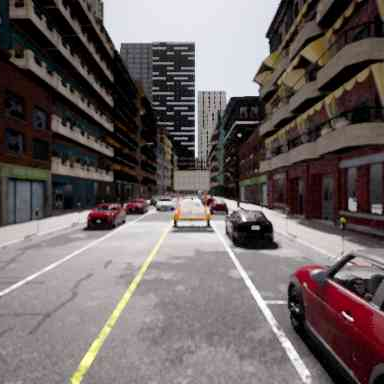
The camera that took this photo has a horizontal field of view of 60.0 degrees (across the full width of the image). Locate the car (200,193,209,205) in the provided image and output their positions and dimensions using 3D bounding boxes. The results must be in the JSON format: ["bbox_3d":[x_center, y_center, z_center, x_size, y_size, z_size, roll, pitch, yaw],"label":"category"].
[{"bbox_3d":[2.569,1.294,49.622,1.802,1.307,4.206,1,0,0],"label":"car"}]

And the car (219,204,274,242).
[{"bbox_3d":[2.572,1.469,15.485,1.947,1.339,4.313,1,0,0],"label":"car"}]

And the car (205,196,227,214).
[{"bbox_3d":[2.570,1.386,32.553,1.802,1.307,4.206,1,0,0],"label":"car"}]

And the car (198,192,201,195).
[{"bbox_3d":[2.568,1.148,66.861,1.752,1.417,4.829,0,0,0],"label":"car"}]

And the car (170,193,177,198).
[{"bbox_3d":[-5.316,1.044,95.128,1.887,1.381,4.507,0,0,0],"label":"car"}]

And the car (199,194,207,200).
[{"bbox_3d":[2.566,1.095,78.239,1.752,1.417,4.829,0,0,0],"label":"car"}]

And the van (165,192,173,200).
[{"bbox_3d":[-5.312,0.912,78.058,1.690,1.788,3.998,1,0,0],"label":"van"}]

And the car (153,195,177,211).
[{"bbox_3d":[-2.848,1.308,36.435,1.812,1.442,4.674,0,0,0],"label":"car"}]

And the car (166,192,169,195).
[{"bbox_3d":[-5.312,1.208,55.131,1.752,1.417,4.829,1,0,0],"label":"car"}]

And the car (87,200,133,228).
[{"bbox_3d":[-5.309,1.414,21.162,1.887,1.381,4.507,1,0,0],"label":"car"}]

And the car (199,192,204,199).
[{"bbox_3d":[2.568,1.227,55.312,1.887,1.381,4.507,1,0,0],"label":"car"}]

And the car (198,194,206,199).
[{"bbox_3d":[2.565,1.127,83.759,1.802,1.307,4.206,0,0,0],"label":"car"}]

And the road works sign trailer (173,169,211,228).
[{"bbox_3d":[-0.001,0.334,21.157,2.380,3.560,2.880,0,0,0],"label":"road works sign trailer"}]

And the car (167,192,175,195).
[{"bbox_3d":[-5.313,1.141,72.370,1.887,1.381,4.507,1,0,0],"label":"car"}]

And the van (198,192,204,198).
[{"bbox_3d":[2.566,0.840,95.137,1.690,1.788,3.998,0,0,0],"label":"van"}]

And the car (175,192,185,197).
[{"bbox_3d":[-2.755,0.699,77.847,2.097,1.767,4.553,0,0,0],"label":"car"}]

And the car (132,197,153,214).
[{"bbox_3d":[-5.310,1.349,32.541,1.887,1.381,4.507,1,0,0],"label":"car"}]

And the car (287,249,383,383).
[{"bbox_3d":[2.574,1.414,4.105,1.967,1.590,4.097,1,0,0],"label":"car"}]
